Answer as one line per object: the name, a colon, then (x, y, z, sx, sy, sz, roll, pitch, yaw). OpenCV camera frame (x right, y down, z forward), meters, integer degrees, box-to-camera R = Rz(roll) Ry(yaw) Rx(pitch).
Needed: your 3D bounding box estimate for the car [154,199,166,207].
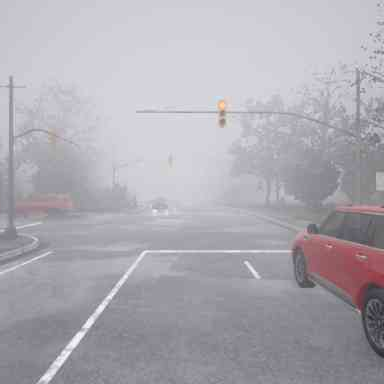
car: (-5.903, 1.936, 60.607, 1.994, 1.385, 4.181, 0, -1, -9)

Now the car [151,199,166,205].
car: (-8.345, 2.405, 83.077, 2.033, 1.411, 5.357, 0, -1, -25)

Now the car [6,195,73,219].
car: (-13.578, 1.275, 29.838, 5.566, 2.045, 2.150, 0, 1, -1)

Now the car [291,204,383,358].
car: (3.591, 1.221, 6.091, 2.150, 2.045, 5.566, 0, 0, 0)

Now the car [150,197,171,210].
car: (-4.242, 1.448, 45.127, 2.097, 1.767, 4.553, 0, -1, -4)

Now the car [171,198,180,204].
car: (-4.636, 2.316, 83.215, 1.882, 1.535, 5.008, 0, -1, -22)

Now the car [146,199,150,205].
car: (-9.201, 2.297, 75.243, 1.895, 1.301, 4.718, 0, -1, -16)
